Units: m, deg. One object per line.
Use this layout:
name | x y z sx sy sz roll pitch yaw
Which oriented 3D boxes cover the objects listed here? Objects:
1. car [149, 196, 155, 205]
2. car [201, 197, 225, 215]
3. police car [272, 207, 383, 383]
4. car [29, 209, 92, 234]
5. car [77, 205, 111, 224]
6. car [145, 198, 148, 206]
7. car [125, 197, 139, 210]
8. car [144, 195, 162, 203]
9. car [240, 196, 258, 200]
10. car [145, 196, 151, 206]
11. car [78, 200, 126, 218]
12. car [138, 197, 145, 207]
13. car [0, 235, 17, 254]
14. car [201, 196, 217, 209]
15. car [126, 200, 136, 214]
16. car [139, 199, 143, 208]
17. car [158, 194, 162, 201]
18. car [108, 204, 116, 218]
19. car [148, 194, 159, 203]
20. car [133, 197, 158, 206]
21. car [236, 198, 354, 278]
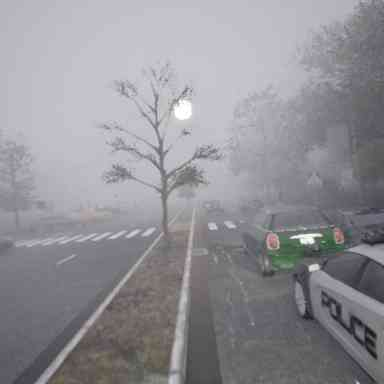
car | -11.118 2.346 71.232 4.792 1.488 2.163 -6 1 -19
car | 2.193 1.461 33.297 2.033 1.411 5.357 -5 0 1
police car | 2.681 1.254 4.153 1.930 1.638 5.238 -5 0 1
car | -11.647 2.708 29.197 4.792 1.488 2.163 -6 0 -19
car | -11.767 2.693 35.123 5.366 1.575 1.946 -6 0 -19
car | -11.253 2.501 62.217 4.674 1.452 2.002 -6 0 -19
car | -11.453 2.359 50.192 5.566 2.045 2.435 -6 1 -19
car | -10.874 1.917 92.226 4.553 1.767 2.185 -6 1 -19
car | 5.213 1.123 30.451 2.128 1.511 4.902 -5 0 1
car | -11.212 2.415 65.216 5.008 1.535 2.097 -6 1 -19
car | -11.517 2.413 41.212 5.566 2.045 2.435 -6 0 -19
car | -11.334 2.382 59.205 4.553 1.767 2.185 -6 1 -19
car | -11.807 2.707 17.193 4.792 1.488 2.163 -6 0 -19
car | 2.351 1.431 46.828 1.994 1.385 4.181 -5 0 1
car | -11.268 2.608 47.264 5.366 1.575 1.946 -6 0 -19
car | -11.326 2.585 56.218 4.674 1.452 2.002 -6 0 -19
car | -11.017 1.864 86.199 5.566 2.045 2.435 -6 1 -19
car | -11.556 2.712 38.194 4.674 1.452 2.002 -6 0 -19
car | -11.114 2.022 74.231 5.566 2.045 2.435 -6 1 -19
car | -11.212 2.205 80.154 5.366 1.575 1.946 -6 1 -19
car | 2.749 1.181 10.013 2.097 1.767 4.553 -5 0 1
